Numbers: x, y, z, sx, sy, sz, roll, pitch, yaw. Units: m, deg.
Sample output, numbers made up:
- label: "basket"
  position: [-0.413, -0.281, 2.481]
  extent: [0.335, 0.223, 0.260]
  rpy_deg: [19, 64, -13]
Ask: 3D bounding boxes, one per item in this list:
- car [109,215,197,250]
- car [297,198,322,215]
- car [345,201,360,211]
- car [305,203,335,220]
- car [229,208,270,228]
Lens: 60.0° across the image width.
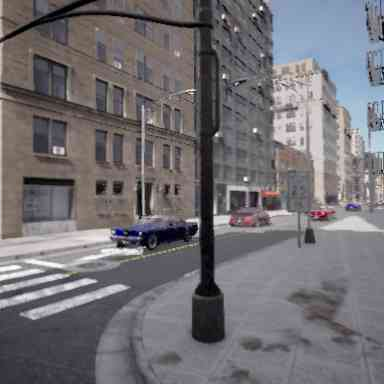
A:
- label: "car"
  position: [-1.632, 1.769, 15.441]
  extent: [1.895, 1.301, 4.718]
  rpy_deg: [-1, -1, 29]
- label: "car"
  position: [14.644, 1.748, 41.140]
  extent: [2.150, 2.045, 5.566]
  rpy_deg: [-1, -2, 33]
- label: "car"
  position: [25.007, 2.204, 51.675]
  extent: [1.812, 1.442, 4.674]
  rpy_deg: [-1, -2, 31]
- label: "car"
  position: [12.206, 1.960, 31.383]
  extent: [1.895, 1.301, 4.718]
  rpy_deg: [-1, -1, 32]
- label: "car"
  position: [4.360, 1.863, 24.946]
  extent: [1.994, 1.385, 4.181]
  rpy_deg: [-1, -1, 32]
